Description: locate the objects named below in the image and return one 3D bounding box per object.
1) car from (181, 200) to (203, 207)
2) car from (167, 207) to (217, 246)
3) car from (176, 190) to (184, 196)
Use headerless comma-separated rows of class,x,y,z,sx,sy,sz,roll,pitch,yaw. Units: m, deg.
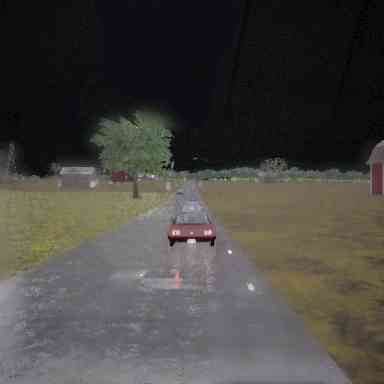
car,0.000,1.382,29.645,2.033,1.411,5.357,0,0,0
car,0.000,1.539,14.677,1.895,1.301,4.718,0,0,0
car,-2.750,0.144,76.687,2.033,1.411,5.357,0,2,0
